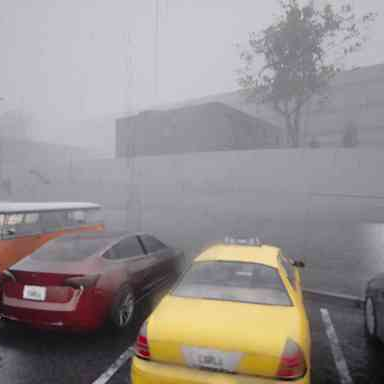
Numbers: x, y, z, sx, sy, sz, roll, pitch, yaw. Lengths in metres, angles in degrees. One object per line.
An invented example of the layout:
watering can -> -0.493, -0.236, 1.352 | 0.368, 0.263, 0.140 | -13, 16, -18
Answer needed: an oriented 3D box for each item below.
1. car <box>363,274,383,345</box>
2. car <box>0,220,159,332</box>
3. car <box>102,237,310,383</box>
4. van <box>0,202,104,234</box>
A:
car -> 3.224, 1.494, 3.487 | 2.231, 1.521, 4.892 | 0, -1, 16
car -> -1.615, 1.515, 6.996 | 2.163, 1.488, 4.792 | 0, -1, 16
car -> 0.853, 1.487, 5.409 | 1.946, 1.575, 5.366 | 0, -1, 16
van -> -4.070, 1.255, 8.594 | 1.878, 1.987, 4.442 | 1, -1, 16
